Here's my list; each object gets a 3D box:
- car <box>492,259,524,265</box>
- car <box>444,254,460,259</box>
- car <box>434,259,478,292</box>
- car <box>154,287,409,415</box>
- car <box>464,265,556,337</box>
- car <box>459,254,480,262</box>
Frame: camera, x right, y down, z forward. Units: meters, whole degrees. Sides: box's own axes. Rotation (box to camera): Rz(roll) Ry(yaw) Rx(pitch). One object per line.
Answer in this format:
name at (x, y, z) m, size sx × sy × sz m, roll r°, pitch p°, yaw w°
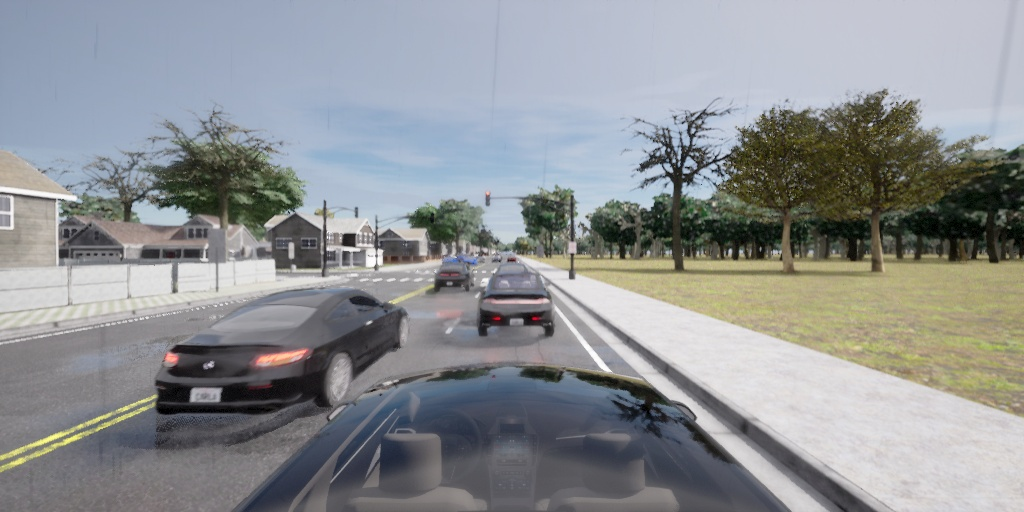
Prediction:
car at (0.030, 1.097, 19.536) m, size 1.882 × 1.535 × 5.008 m, roll 0°, pitch 0°, yaw 0°
car at (-9.867, 0.808, 56.727) m, size 1.882 × 1.535 × 5.008 m, roll 0°, pitch 0°, yaw 0°
car at (-3.153, 1.118, 20.208) m, size 1.837 × 1.490 × 4.892 m, roll 0°, pitch 0°, yaw -1°
car at (-3.152, 1.244, 5.989) m, size 1.812 × 1.442 × 4.674 m, roll 0°, pitch 1°, yaw 0°
car at (0.095, 1.180, 10.081) m, size 2.128 × 1.511 × 4.902 m, roll 0°, pitch 0°, yaw 0°
car at (-6.616, 0.808, 56.746) m, size 1.882 × 1.535 × 5.008 m, roll 0°, pitch 0°, yaw 0°
